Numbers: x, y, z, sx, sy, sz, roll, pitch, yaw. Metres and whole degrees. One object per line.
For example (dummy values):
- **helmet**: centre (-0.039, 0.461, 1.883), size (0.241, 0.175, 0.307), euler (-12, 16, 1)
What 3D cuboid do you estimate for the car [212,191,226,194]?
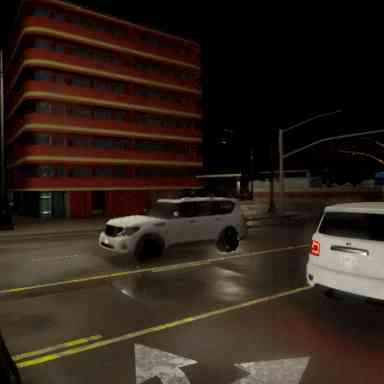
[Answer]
- **car**: centre (7.485, 0.671, 89.358), size (4.611, 1.667, 2.242), euler (-1, 1, -35)

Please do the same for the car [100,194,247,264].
- **car**: centre (-0.471, 1.220, 12.226), size (5.566, 2.045, 2.150), euler (0, 0, -35)

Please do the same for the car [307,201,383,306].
- **car**: centre (4.826, 1.217, 7.168), size (5.566, 2.045, 2.150), euler (0, 0, -35)

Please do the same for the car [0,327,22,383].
- **car**: centre (-3.675, 1.222, 1.131), size (5.566, 2.045, 2.150), euler (0, 0, -35)

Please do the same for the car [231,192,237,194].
- **car**: centre (11.451, 0.817, 85.131), size (3.806, 1.475, 1.970), euler (-1, 1, -35)
